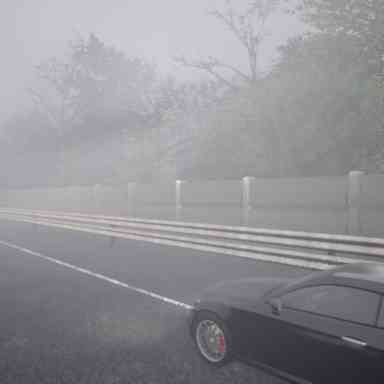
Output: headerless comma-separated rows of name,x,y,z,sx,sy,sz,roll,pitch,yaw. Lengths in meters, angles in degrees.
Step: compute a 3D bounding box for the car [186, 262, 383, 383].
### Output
car,1.958,1.593,3.934,1.812,1.442,4.674,1,-1,-44
